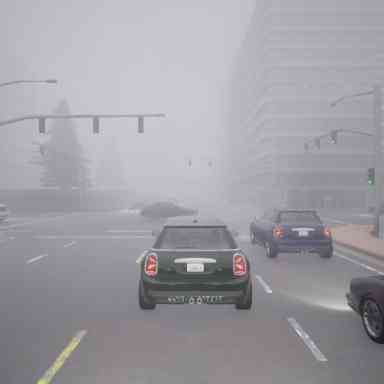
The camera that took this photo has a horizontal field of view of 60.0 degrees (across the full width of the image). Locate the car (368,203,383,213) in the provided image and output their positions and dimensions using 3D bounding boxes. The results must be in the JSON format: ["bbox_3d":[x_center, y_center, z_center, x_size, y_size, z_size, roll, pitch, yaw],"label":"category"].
[{"bbox_3d":[19.936,1.492,32.455,5.357,1.411,2.033,0,0,-18],"label":"car"}]

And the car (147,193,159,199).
[{"bbox_3d":[-7.089,1.352,54.508,2.097,1.767,4.553,0,0,0],"label":"car"}]

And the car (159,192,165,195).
[{"bbox_3d":[-7.048,1.221,63.922,2.150,2.045,5.566,0,0,1],"label":"car"}]

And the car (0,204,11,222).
[{"bbox_3d":[-15.614,1.165,23.021,5.566,2.045,2.150,0,0,2],"label":"car"}]

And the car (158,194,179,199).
[{"bbox_3d":[-3.597,1.491,51.082,2.128,1.511,4.902,0,0,0],"label":"car"}]

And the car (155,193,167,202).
[{"bbox_3d":[-7.000,1.225,74.567,2.150,2.045,5.566,0,0,0],"label":"car"}]

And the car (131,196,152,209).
[{"bbox_3d":[-7.100,1.601,45.613,1.895,1.301,4.718,0,0,0],"label":"car"}]

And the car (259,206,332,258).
[{"bbox_3d":[3.587,1.352,12.827,2.097,1.767,4.553,0,0,0],"label":"car"}]

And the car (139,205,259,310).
[{"bbox_3d":[0.071,1.352,7.988,2.097,1.767,4.553,0,0,0],"label":"car"}]

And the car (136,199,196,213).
[{"bbox_3d":[-1.827,1.515,26.704,4.674,1.442,1.812,0,0,0],"label":"car"}]

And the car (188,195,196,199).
[{"bbox_3d":[0.000,1.525,81.125,2.128,1.511,4.902,0,0,0],"label":"car"}]

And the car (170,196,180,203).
[{"bbox_3d":[-3.500,1.595,71.100,1.895,1.301,4.718,0,0,0],"label":"car"}]

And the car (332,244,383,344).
[{"bbox_3d":[3.599,1.547,3.351,2.033,1.411,5.357,0,0,0],"label":"car"}]
